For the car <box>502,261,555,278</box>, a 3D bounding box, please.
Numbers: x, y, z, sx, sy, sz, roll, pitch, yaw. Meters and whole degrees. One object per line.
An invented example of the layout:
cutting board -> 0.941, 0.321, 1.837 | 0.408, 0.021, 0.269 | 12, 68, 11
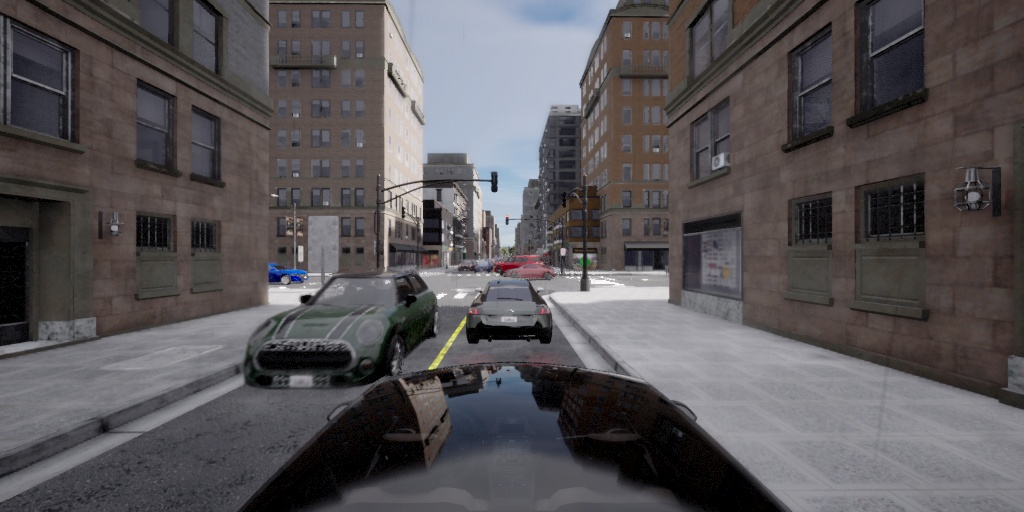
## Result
car -> 1.460, 1.319, 29.904 | 4.181, 1.385, 1.994 | 0, 0, -1

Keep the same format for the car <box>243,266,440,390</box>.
car -> -2.851, 1.103, 7.098 | 2.097, 1.767, 4.553 | 0, 0, 0

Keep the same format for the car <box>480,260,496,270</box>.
car -> -3.625, 1.354, 54.348 | 2.033, 1.411, 5.357 | 0, 0, 0

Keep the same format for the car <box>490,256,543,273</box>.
car -> 0.764, 0.997, 36.166 | 5.566, 2.045, 2.150 | 0, 1, 42

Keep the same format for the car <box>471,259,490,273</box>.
car -> -3.574, 1.315, 44.668 | 1.812, 1.442, 4.674 | 0, 0, 1

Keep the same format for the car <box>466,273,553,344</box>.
car -> -0.070, 1.315, 9.614 | 1.994, 1.385, 4.181 | 0, 0, 0

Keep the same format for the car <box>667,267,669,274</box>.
car -> 17.016, 1.166, 33.360 | 5.008, 1.535, 1.882 | 0, 0, -1

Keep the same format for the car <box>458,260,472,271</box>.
car -> -6.124, 1.236, 48.620 | 1.967, 1.591, 4.097 | 0, 0, 0

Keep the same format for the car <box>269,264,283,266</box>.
car -> -17.583, 1.292, 26.197 | 5.008, 1.535, 1.882 | 0, 0, 1
